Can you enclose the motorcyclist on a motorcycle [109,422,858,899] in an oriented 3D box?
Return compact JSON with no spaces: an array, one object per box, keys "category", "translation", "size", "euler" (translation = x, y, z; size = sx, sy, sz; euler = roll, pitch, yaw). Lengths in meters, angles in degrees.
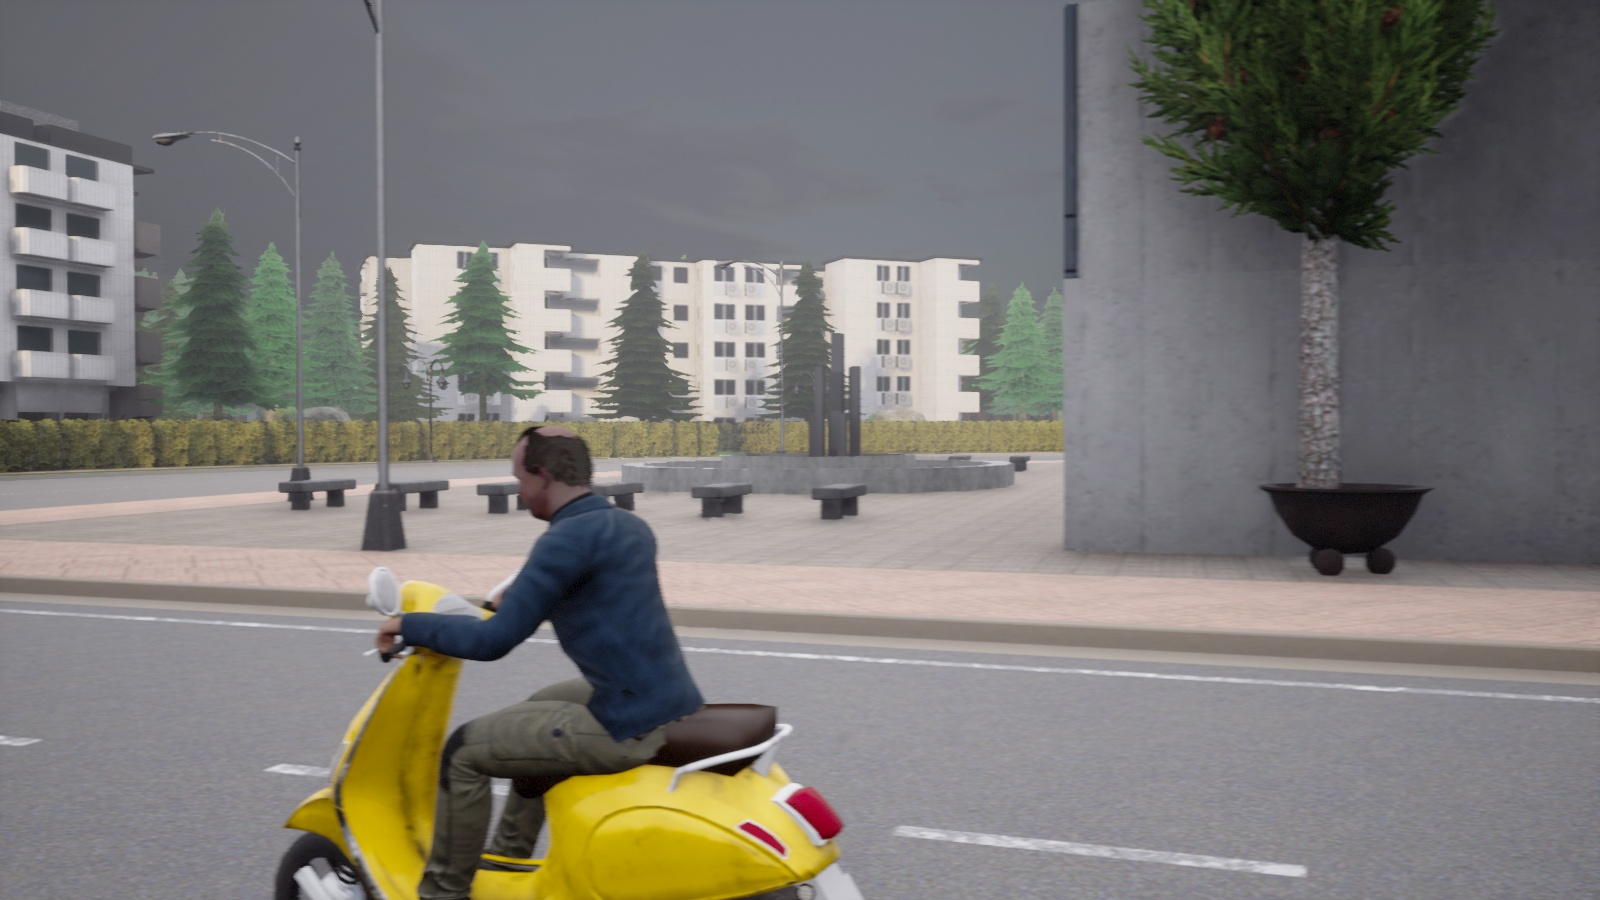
[{"category":"motorcyclist on a motorcycle","translation":[-0.838,0.721,3.465],"size":[1.817,1.590,0.866],"euler":[1,1,19]}]
